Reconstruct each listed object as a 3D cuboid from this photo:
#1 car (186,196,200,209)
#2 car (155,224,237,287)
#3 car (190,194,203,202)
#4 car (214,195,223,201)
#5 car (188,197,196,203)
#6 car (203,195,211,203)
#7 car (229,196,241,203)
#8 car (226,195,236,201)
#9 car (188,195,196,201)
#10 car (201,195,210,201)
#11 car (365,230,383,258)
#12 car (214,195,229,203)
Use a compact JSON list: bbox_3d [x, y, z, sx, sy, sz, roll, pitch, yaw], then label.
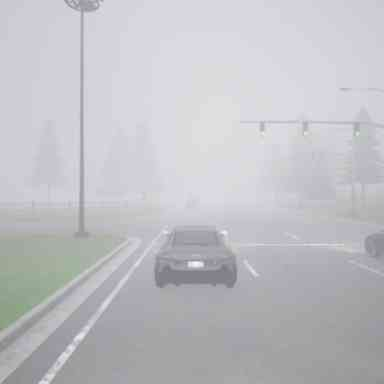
[{"bbox_3d":[0.004,1.697,48.046,2.033,1.411,5.357,0,0,0],"label":"car"},{"bbox_3d":[0.090,1.594,9.440,1.994,1.385,4.181,0,0,0],"label":"car"},{"bbox_3d":[0.420,1.418,62.924,2.150,2.045,5.566,0,0,0],"label":"car"},{"bbox_3d":[7.008,1.587,89.086,1.882,1.535,5.008,0,0,0],"label":"car"},{"bbox_3d":[0.007,1.834,79.113,1.895,1.301,4.718,0,0,0],"label":"car"},{"bbox_3d":[3.507,1.791,79.083,1.994,1.385,4.181,0,0,0],"label":"car"},{"bbox_3d":[10.507,1.762,79.082,1.812,1.442,4.674,0,0,0],"label":"car"},{"bbox_3d":[10.508,1.649,89.086,2.033,1.411,5.357,0,0,0],"label":"car"},{"bbox_3d":[0.008,1.635,89.087,2.128,1.511,4.902,0,0,0],"label":"car"},{"bbox_3d":[3.508,1.634,89.087,2.128,1.511,4.902,0,0,0],"label":"car"},{"bbox_3d":[7.090,1.556,9.955,1.812,1.442,4.674,0,0,0],"label":"car"},{"bbox_3d":[7.007,1.762,79.082,1.812,1.442,4.674,0,0,0],"label":"car"}]
